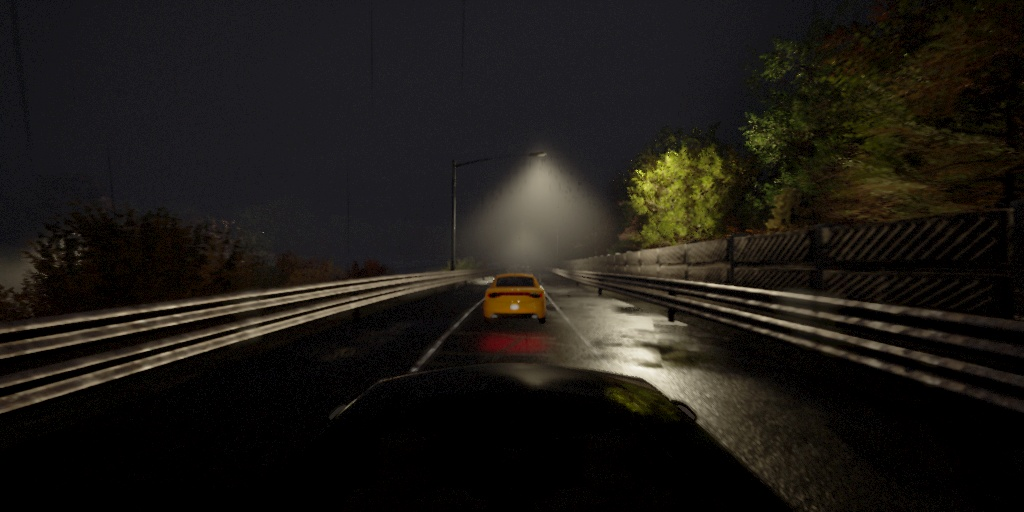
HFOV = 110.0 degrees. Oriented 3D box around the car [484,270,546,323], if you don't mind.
[{"bbox_3d":[0.127,1.355,12.722,1.882,1.535,5.008,0,-1,1],"label":"car"}]
